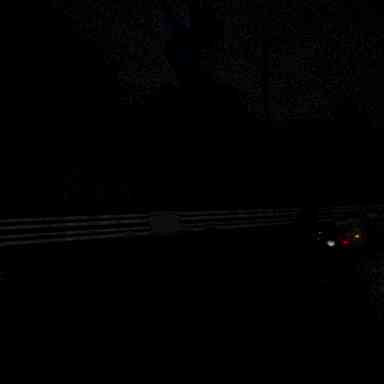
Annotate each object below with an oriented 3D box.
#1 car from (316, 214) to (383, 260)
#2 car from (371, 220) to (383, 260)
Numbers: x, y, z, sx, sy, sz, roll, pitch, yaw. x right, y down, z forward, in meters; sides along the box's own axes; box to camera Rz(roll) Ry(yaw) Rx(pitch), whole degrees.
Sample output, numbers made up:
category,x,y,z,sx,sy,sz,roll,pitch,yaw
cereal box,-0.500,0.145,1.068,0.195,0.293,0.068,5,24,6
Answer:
category,x,y,z,sx,sy,sz,roll,pitch,yaw
car,6.610,1.561,12.552,4.674,1.442,1.812,0,0,-34
car,7.028,1.523,8.598,4.902,1.511,2.128,0,0,-34
